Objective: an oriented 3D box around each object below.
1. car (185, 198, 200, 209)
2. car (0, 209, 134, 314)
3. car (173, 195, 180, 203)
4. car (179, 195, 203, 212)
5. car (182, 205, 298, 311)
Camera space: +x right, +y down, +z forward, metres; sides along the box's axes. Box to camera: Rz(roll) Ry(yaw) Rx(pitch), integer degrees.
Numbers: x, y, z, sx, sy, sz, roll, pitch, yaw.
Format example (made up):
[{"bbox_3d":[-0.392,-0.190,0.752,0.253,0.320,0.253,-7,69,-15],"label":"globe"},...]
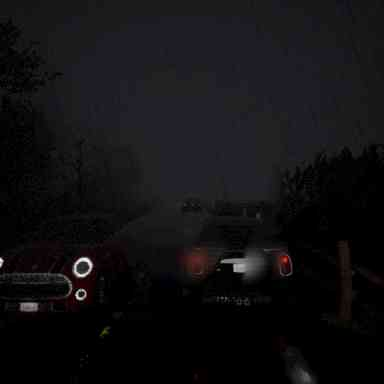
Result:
[{"bbox_3d":[0.046,1.565,45.351,1.895,1.301,4.718,0,0,0],"label":"car"},{"bbox_3d":[-2.753,1.351,7.861,2.097,1.767,4.553,0,0,0],"label":"car"},{"bbox_3d":[-2.767,1.408,67.158,2.128,1.511,4.902,0,0,0],"label":"car"},{"bbox_3d":[0.063,1.331,35.387,2.097,1.767,4.553,0,0,0],"label":"car"},{"bbox_3d":[0.898,1.350,7.940,2.097,1.767,4.553,0,0,1],"label":"car"}]
